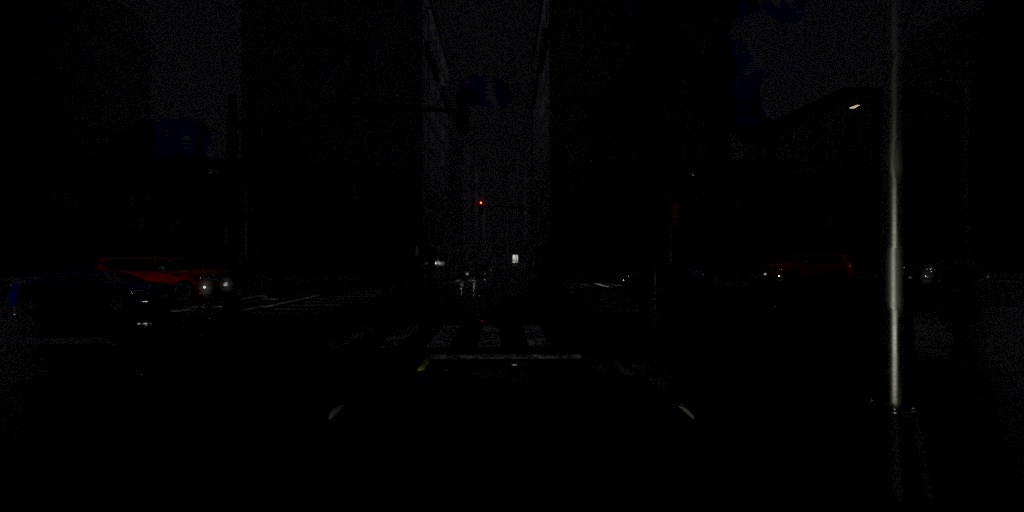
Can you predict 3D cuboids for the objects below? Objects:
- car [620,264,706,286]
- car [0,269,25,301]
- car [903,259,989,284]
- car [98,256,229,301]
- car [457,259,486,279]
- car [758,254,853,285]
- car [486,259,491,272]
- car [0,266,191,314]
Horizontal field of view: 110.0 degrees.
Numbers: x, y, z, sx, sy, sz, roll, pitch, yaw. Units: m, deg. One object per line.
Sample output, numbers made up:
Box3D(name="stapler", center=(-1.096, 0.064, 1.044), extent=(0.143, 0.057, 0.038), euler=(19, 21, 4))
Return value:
Box3D(name="car", center=(10.235, 1.243, 24.477), extent=(5.357, 1.411, 2.033), euler=(0, 0, -2))
Box3D(name="car", center=(-26.265, 1.368, 16.663), extent=(4.674, 1.442, 1.812), euler=(0, 0, -1))
Box3D(name="car", center=(30.086, 0.981, 25.070), extent=(4.553, 1.767, 2.097), euler=(0, 0, -2))
Box3D(name="car", center=(-16.343, 1.027, 16.968), extent=(5.566, 2.045, 2.150), euler=(0, 0, -2))
Box3D(name="car", center=(-3.809, 1.254, 32.343), extent=(2.128, 1.511, 4.902), euler=(0, 0, -2))
Box3D(name="car", center=(20.193, 0.883, 24.778), extent=(5.566, 2.045, 2.150), euler=(0, 0, -2))
Box3D(name="car", center=(-4.238, 1.380, 47.821), extent=(1.895, 1.301, 4.718), euler=(0, 0, -2))
Box3D(name="car", center=(-15.784, 1.281, 13.733), extent=(5.008, 1.535, 1.882), euler=(0, 0, -2))
